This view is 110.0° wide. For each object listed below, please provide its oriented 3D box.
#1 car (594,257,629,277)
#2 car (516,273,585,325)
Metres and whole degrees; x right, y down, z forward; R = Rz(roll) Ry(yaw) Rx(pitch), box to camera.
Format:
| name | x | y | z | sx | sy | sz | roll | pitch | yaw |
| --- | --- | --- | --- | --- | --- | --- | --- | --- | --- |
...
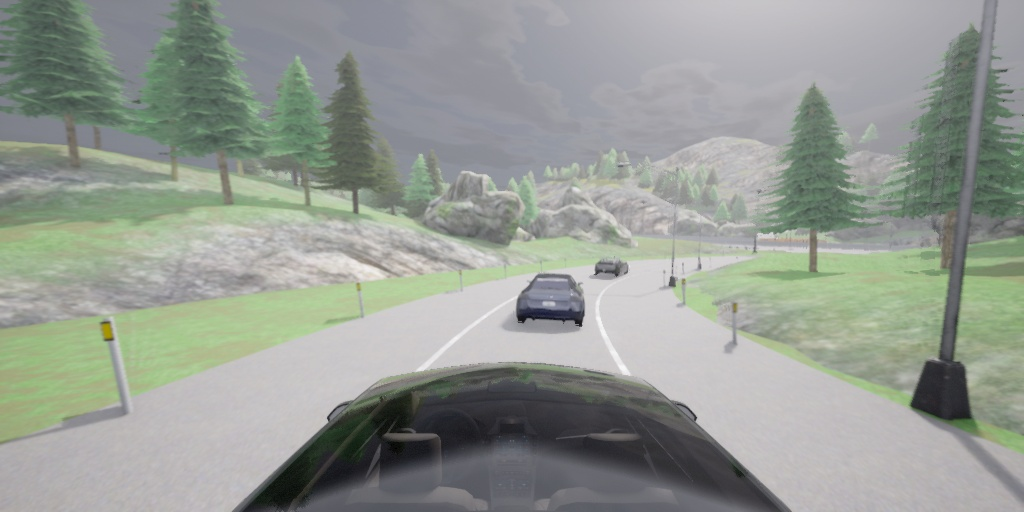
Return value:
| name | x | y | z | sx | sy | sz | roll | pitch | yaw |
| --- | --- | --- | --- | --- | --- | --- | --- | --- | --- |
| car | 8.276 | 0.839 | 29.509 | 2.128 | 1.511 | 4.902 | 4 | 3 | 30 |
| car | 1.362 | 1.249 | 11.751 | 1.994 | 1.385 | 4.181 | 1 | 1 | 10 |
